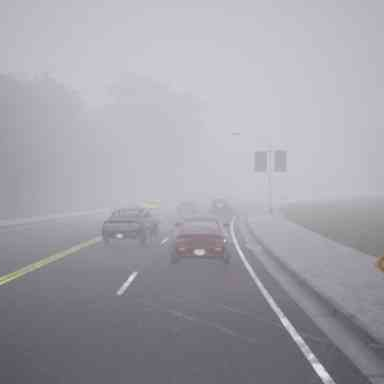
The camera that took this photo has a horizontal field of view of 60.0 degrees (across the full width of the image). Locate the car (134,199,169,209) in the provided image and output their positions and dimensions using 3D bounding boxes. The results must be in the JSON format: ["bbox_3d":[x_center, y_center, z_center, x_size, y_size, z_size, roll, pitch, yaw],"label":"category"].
[{"bbox_3d":[-3.775,1.501,33.267,1.882,1.535,5.008,0,0,12],"label":"car"}]

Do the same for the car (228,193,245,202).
[{"bbox_3d":[10.122,1.352,72.258,2.128,1.511,4.902,-1,0,28],"label":"car"}]

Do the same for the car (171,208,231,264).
[{"bbox_3d":[0.339,1.537,11.791,1.812,1.442,4.674,0,0,3],"label":"car"}]

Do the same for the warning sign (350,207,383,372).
[{"bbox_3d":[2.828,1.123,3.996,1.300,1.860,1.060,-1,-1,0],"label":"warning sign"}]

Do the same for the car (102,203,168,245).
[{"bbox_3d":[-2.684,1.509,15.543,2.128,1.511,4.902,0,0,4],"label":"car"}]

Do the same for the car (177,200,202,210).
[{"bbox_3d":[-0.226,1.497,33.423,2.128,1.511,4.902,0,0,11],"label":"car"}]

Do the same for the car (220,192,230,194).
[{"bbox_3d":[7.088,1.103,73.494,2.150,2.045,5.566,-1,0,28],"label":"car"}]

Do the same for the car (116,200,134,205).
[{"bbox_3d":[-6.801,1.564,34.676,1.812,1.442,4.674,0,0,12],"label":"car"}]

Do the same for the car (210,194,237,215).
[{"bbox_3d":[3.003,1.341,33.006,2.097,1.767,4.553,0,0,11],"label":"car"}]

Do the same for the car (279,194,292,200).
[{"bbox_3d":[21.575,1.147,76.688,1.837,1.490,4.892,-1,0,33],"label":"car"}]
